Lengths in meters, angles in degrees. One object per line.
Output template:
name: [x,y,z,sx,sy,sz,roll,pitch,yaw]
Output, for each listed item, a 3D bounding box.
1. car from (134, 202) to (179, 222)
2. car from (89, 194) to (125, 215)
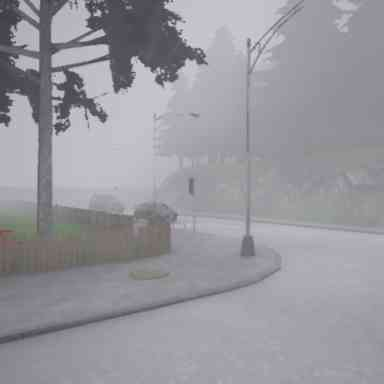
car: [-2.895,1.558,26.289,1.837,1.490,4.892,0,0,-35]
car: [-9.020,1.275,34.902,2.150,2.045,5.566,0,0,-36]
